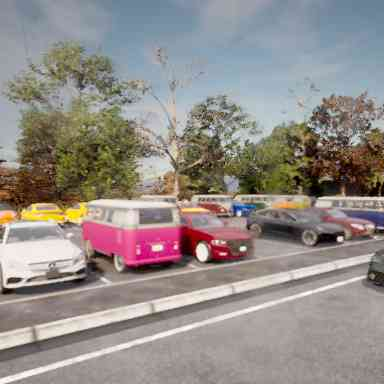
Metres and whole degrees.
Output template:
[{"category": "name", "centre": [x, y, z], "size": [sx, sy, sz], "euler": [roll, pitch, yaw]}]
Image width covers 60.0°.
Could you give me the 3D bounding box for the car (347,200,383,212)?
[{"category": "car", "centre": [24.276, 1.864, 45.590], "size": [2.097, 1.535, 5.008], "euler": [1, -1, -35]}]

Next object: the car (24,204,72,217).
[{"category": "car", "centre": [-9.653, 1.487, 21.425], "size": [2.097, 1.535, 5.008], "euler": [0, 0, -35]}]

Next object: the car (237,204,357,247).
[{"category": "car", "centre": [4.678, 1.517, 15.543], "size": [2.163, 1.488, 4.792], "euler": [0, 0, -35]}]

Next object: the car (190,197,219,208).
[{"category": "car", "centre": [-0.420, 1.485, 27.781], "size": [1.946, 1.575, 5.366], "euler": [0, 0, -35]}]

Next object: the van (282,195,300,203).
[{"category": "van", "centre": [8.416, 1.325, 34.444], "size": [1.878, 1.987, 4.442], "euler": [1, -1, -35]}]

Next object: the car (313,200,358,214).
[{"category": "car", "centre": [17.506, 1.770, 40.773], "size": [2.002, 1.452, 4.674], "euler": [1, -1, -35]}]

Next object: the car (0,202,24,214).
[{"category": "car", "centre": [-11.793, 1.362, 19.869], "size": [2.185, 1.767, 4.553], "euler": [0, 0, -35]}]

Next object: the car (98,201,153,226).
[{"category": "car", "centre": [-5.037, 1.489, 24.712], "size": [2.231, 1.521, 4.892], "euler": [0, 0, -35]}]

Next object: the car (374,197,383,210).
[{"category": "car", "centre": [31.062, 1.747, 50.396], "size": [2.435, 2.045, 5.566], "euler": [1, -1, -35]}]

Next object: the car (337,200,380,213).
[{"category": "car", "centre": [21.913, 1.857, 43.918], "size": [2.002, 1.452, 4.674], "euler": [1, -1, -35]}]

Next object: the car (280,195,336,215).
[{"category": "car", "centre": [12.911, 1.387, 37.467], "size": [2.435, 2.045, 5.566], "euler": [1, -1, -35]}]

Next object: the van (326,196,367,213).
[{"category": "van", "centre": [19.594, 1.547, 42.406], "size": [1.878, 1.987, 4.442], "euler": [1, -1, -35]}]

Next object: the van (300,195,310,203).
[{"category": "van", "centre": [10.570, 1.368, 35.978], "size": [1.878, 1.987, 4.442], "euler": [1, -1, -35]}]

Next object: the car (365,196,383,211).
[{"category": "car", "centre": [28.806, 1.702, 48.789], "size": [2.435, 2.045, 5.566], "euler": [1, -1, -35]}]

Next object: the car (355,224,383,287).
[{"category": "car", "centre": [6.054, 1.569, 8.000], "size": [4.181, 1.385, 1.994], "euler": [0, 0, -35]}]

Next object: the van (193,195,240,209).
[{"category": "van", "centre": [1.795, 1.262, 29.442], "size": [1.878, 1.987, 4.442], "euler": [0, 0, -35]}]

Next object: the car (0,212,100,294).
[{"category": "car", "centre": [-4.385, 1.527, 9.128], "size": [2.002, 1.452, 4.674], "euler": [0, 0, -35]}]

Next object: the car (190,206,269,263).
[{"category": "car", "centre": [0.136, 1.487, 12.352], "size": [2.097, 1.535, 5.008], "euler": [0, 0, -35]}]

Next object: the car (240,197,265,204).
[{"category": "car", "centre": [3.981, 1.488, 31.148], "size": [2.097, 1.535, 5.008], "euler": [0, 0, -35]}]

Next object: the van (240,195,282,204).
[{"category": "van", "centre": [6.187, 1.278, 32.570], "size": [1.878, 1.987, 4.442], "euler": [1, 0, -35]}]

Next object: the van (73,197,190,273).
[{"category": "van", "centre": [-2.190, 1.261, 10.831], "size": [1.878, 1.987, 4.442], "euler": [0, 0, -35]}]

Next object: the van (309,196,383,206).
[{"category": "van", "centre": [9.251, 1.262, 18.694], "size": [1.878, 1.987, 4.442], "euler": [0, 0, -35]}]

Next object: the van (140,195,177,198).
[{"category": "van", "centre": [-2.852, 1.262, 26.419], "size": [1.878, 1.987, 4.442], "euler": [0, 0, -35]}]

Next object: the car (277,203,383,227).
[{"category": "car", "centre": [6.921, 1.528, 17.181], "size": [2.002, 1.452, 4.674], "euler": [0, 0, -35]}]
